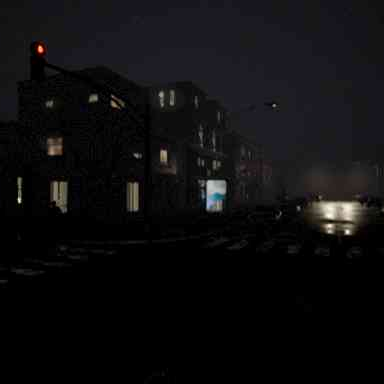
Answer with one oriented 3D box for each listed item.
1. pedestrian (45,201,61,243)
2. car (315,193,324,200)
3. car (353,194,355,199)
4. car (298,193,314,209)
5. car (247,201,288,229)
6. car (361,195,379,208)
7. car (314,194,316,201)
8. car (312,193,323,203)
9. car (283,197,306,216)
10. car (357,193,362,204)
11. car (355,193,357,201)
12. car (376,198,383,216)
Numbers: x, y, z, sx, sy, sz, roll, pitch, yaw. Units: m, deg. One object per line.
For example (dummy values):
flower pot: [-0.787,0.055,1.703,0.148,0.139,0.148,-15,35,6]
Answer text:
pedestrian: [-5.824,1.212,14.104,0.375,1.860,0.375,0,0,25]
car: [31.241,1.079,81.533,1.967,1.590,4.097,0,0,24]
car: [34.478,1.274,68.042,1.802,1.307,4.206,0,0,24]
car: [13.512,1.251,41.071,1.967,1.590,4.097,0,0,24]
car: [4.648,1.486,20.841,1.802,1.307,4.206,0,0,24]
car: [23.398,1.352,42.754,2.008,1.369,4.403,0,0,24]
car: [15.660,1.315,45.974,1.752,1.417,4.829,0,0,24]
car: [22.377,1.038,61.302,2.192,1.841,5.009,0,0,24]
car: [9.079,1.408,30.956,2.008,1.369,4.403,0,0,24]
car: [27.831,1.197,52.868,1.967,1.590,4.097,0,0,24]
car: [30.047,1.286,57.927,2.008,1.369,4.403,0,0,24]
car: [16.750,1.451,27.580,1.802,1.307,4.206,0,0,24]
